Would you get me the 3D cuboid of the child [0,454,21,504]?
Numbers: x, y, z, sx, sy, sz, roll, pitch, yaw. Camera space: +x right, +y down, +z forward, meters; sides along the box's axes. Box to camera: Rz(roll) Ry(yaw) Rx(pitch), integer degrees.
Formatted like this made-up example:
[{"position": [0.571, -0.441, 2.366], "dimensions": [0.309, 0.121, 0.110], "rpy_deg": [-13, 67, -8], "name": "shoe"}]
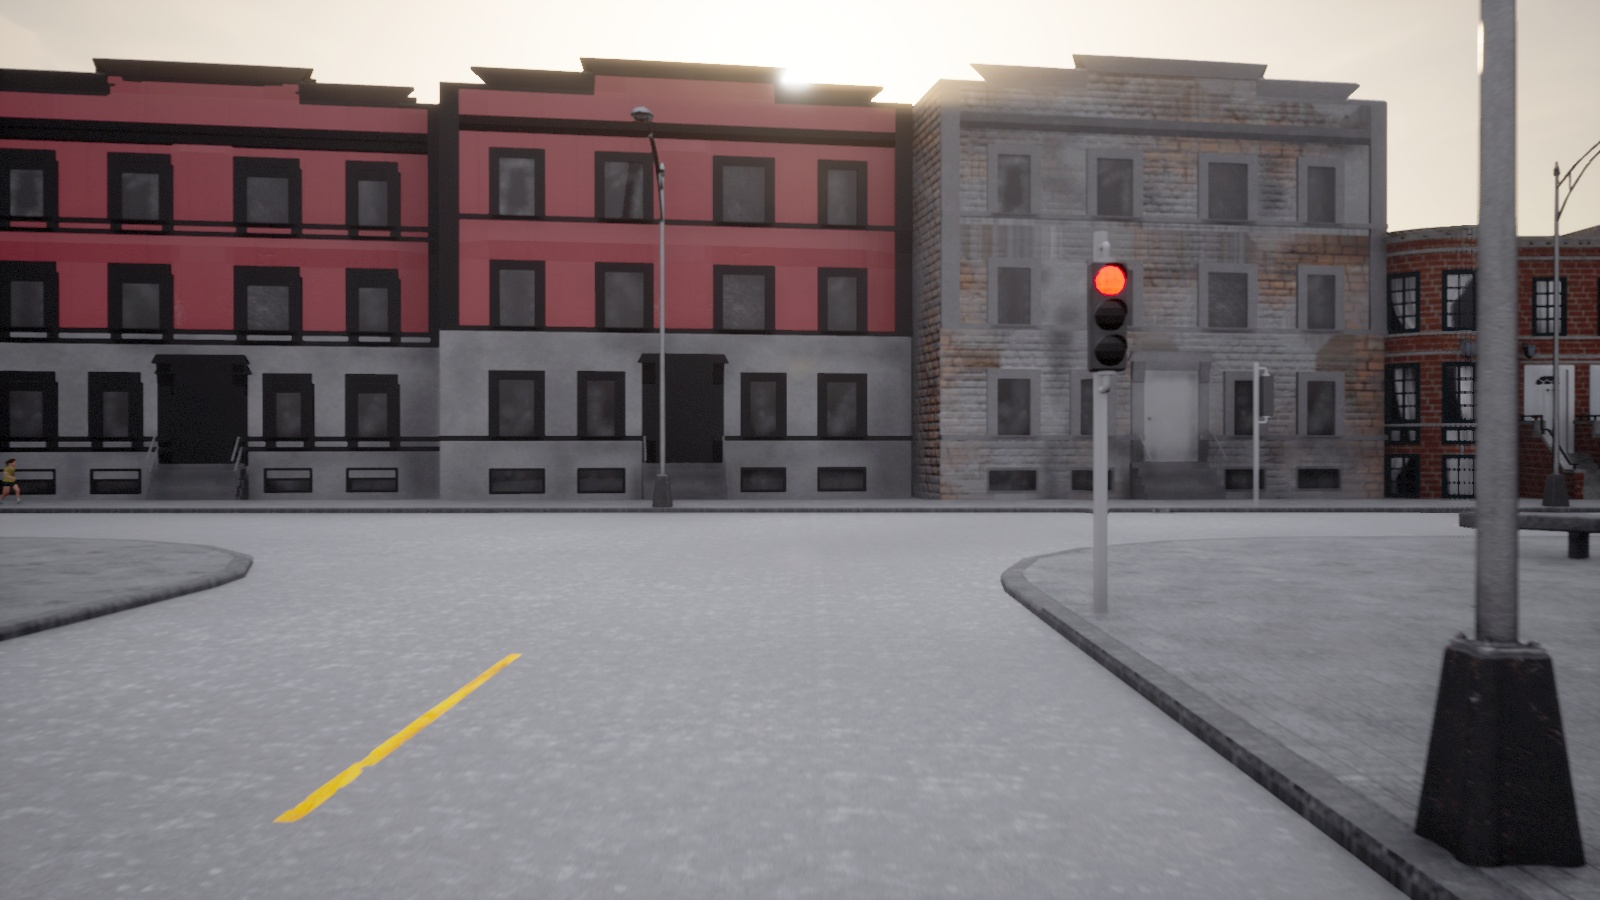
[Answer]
[{"position": [-17.864, 0.656, 28.352], "dimensions": [0.394, 1.110, 0.255], "rpy_deg": [0, 0, 10], "name": "child"}]
